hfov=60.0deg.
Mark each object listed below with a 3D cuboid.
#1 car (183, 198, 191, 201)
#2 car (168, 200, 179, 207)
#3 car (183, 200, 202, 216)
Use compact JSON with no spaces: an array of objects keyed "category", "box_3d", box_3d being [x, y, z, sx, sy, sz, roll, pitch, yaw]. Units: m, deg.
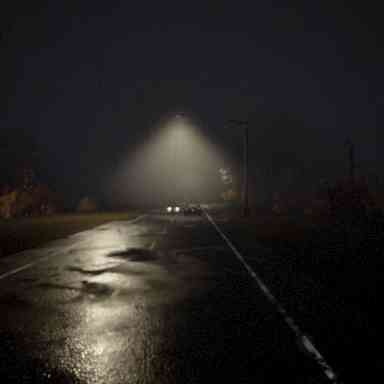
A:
[{"category":"car","box_3d":[-0.001,2.030,48.704,1.812,1.442,4.674,0,0,0]},{"category":"car","box_3d":[-3.506,2.255,63.154,1.895,1.301,4.718,0,-1,1]},{"category":"car","box_3d":[0.092,1.956,37.841,1.994,1.385,4.181,0,-1,0]}]
